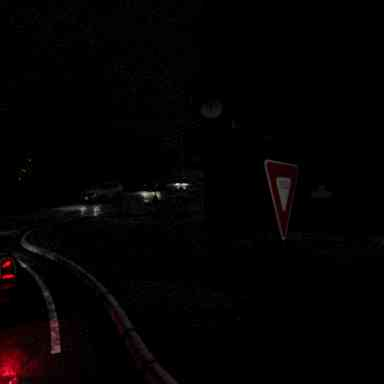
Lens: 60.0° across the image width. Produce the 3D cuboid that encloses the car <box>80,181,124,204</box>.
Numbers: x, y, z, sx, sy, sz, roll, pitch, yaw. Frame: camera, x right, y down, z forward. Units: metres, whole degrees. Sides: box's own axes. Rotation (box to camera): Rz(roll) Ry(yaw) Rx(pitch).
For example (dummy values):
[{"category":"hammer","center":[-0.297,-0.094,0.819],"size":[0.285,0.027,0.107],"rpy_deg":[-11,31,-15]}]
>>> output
[{"category":"car","center":[-9.461,0.009,35.430],"size":[2.150,2.045,5.566],"rpy_deg":[0,6,21]}]

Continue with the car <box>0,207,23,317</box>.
[{"category":"car","center":[-4.949,1.382,6.948],"size":[2.097,1.767,4.553],"rpy_deg":[0,0,-34]}]

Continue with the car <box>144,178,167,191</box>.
[{"category":"car","center":[-5.246,-1.129,47.899],"size":[2.097,1.767,4.553],"rpy_deg":[0,5,16]}]

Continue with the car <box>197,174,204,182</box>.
[{"category":"car","center":[2.049,-2.985,68.369],"size":[1.882,1.535,5.008],"rpy_deg":[0,5,5]}]

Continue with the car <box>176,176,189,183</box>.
[{"category":"car","center":[-1.782,-2.393,63.377],"size":[1.994,1.385,4.181],"rpy_deg":[0,5,8]}]

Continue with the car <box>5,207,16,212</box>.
[{"category":"car","center":[-15.098,1.441,23.206],"size":[1.895,1.301,4.718],"rpy_deg":[0,2,32]}]
